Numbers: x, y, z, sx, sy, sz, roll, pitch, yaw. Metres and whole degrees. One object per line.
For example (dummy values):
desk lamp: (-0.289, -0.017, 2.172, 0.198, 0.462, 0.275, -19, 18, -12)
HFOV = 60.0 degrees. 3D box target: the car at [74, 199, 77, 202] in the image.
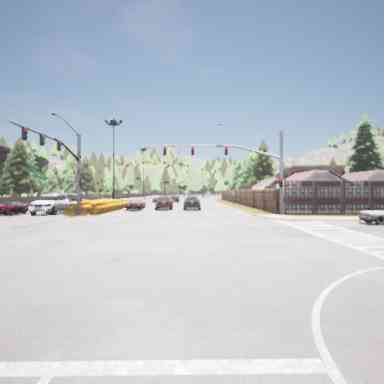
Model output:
car: (-17.695, 1.560, 47.125, 2.033, 1.411, 5.357, 0, 0, 0)

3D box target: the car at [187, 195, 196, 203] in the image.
car: (-0.143, 1.505, 69.072, 1.837, 1.490, 4.892, 0, 0, 0)

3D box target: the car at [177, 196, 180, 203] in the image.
car: (-3.638, 1.478, 69.590, 1.882, 1.535, 5.008, 0, 0, 0)

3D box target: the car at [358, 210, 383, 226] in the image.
car: (14.064, 1.589, 22.820, 4.718, 1.301, 1.895, 0, 0, 2)

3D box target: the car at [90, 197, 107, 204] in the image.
car: (-17.674, 1.613, 63.093, 1.895, 1.301, 4.718, 0, 0, 0)

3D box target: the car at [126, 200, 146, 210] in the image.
car: (-6.997, 1.605, 41.896, 1.895, 1.301, 4.718, 0, 0, 0)

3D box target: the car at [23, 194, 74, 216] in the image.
car: (-14.177, 1.232, 33.324, 2.150, 2.045, 5.566, 0, 0, 0)

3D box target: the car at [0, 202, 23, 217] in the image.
car: (-17.670, 1.614, 32.030, 1.895, 1.301, 4.718, 0, 0, 0)

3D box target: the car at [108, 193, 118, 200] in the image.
car: (-14.188, 1.221, 62.242, 2.150, 2.045, 5.566, 0, 1, 1)

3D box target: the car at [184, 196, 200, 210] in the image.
car: (0.001, 1.351, 43.159, 2.097, 1.767, 4.553, 0, 0, 0)

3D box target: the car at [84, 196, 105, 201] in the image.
car: (-14.198, 1.364, 47.835, 2.097, 1.767, 4.553, 0, 0, 0)

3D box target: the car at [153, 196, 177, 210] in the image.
car: (-3.500, 1.353, 43.168, 2.097, 1.767, 4.553, 0, 0, 0)
